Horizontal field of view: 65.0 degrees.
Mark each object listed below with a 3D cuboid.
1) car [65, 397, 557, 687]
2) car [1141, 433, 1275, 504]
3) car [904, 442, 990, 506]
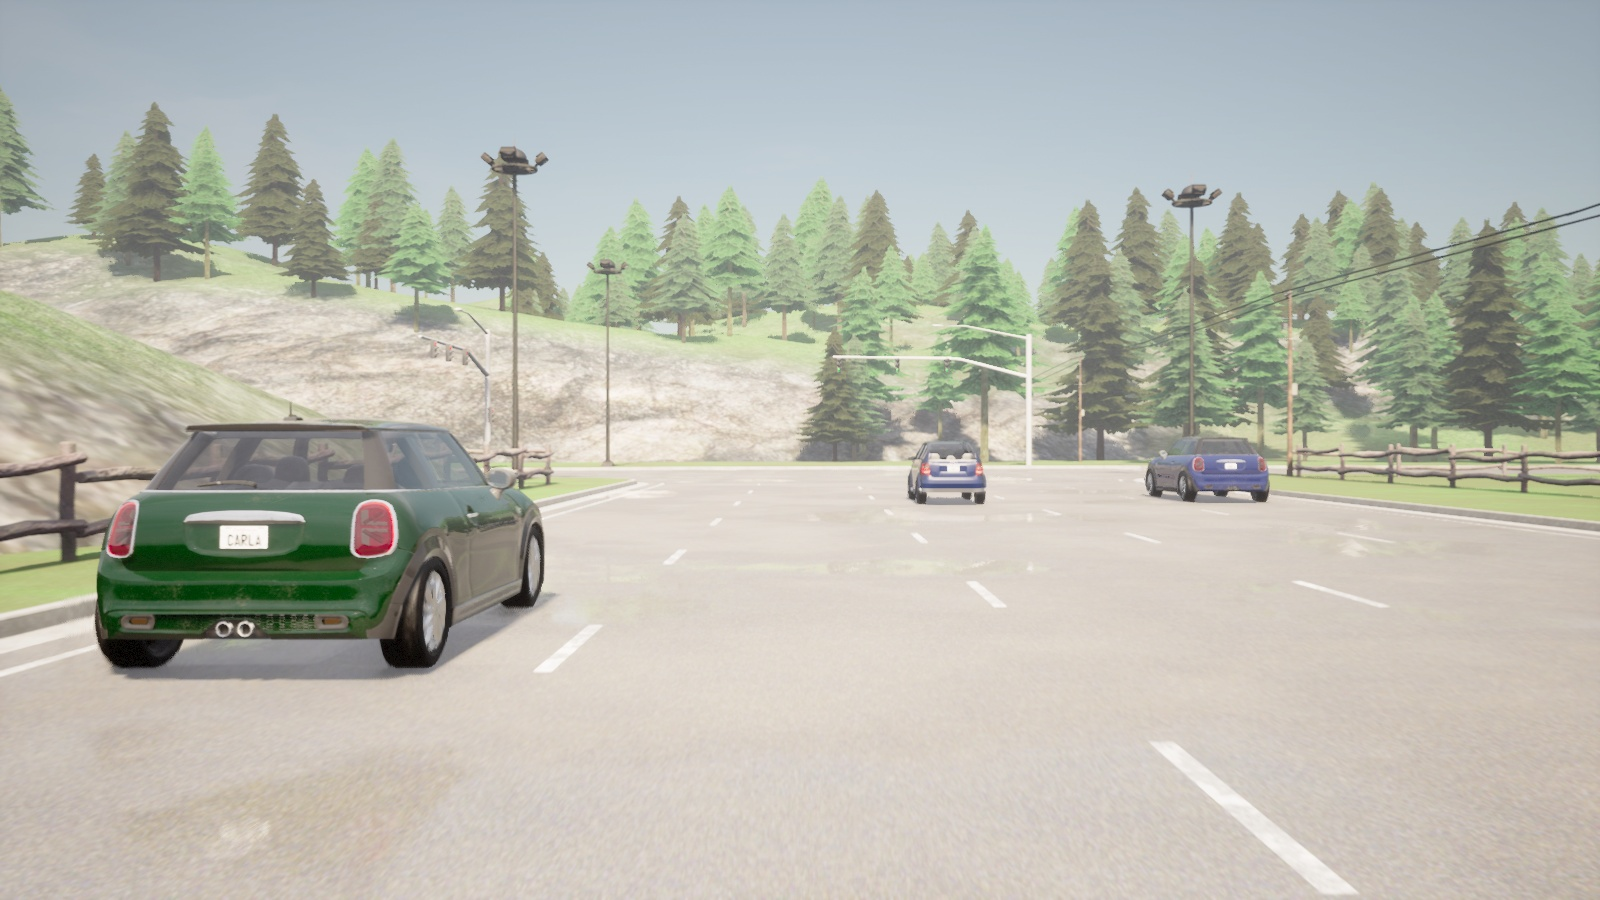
[{"bbox_3d":[-3.428,0.550,9.948,2.097,1.767,4.553,0,0,0],"label":"car"},{"bbox_3d":[10.704,0.440,33.330,2.097,1.767,4.553,0,0,0],"label":"car"},{"bbox_3d":[3.697,0.561,32.077,1.789,1.549,3.705,0,0,0],"label":"car"}]
